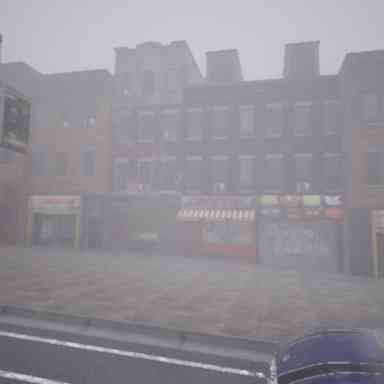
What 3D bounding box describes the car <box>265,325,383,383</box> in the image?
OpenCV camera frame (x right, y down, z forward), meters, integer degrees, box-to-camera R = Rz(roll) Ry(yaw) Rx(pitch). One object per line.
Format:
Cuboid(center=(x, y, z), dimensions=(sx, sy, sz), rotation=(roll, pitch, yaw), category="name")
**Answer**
Cuboid(center=(2.921, 1.785, 2.856), dimensions=(4.553, 1.767, 2.097), rotation=(2, -5, 13), category="car")
